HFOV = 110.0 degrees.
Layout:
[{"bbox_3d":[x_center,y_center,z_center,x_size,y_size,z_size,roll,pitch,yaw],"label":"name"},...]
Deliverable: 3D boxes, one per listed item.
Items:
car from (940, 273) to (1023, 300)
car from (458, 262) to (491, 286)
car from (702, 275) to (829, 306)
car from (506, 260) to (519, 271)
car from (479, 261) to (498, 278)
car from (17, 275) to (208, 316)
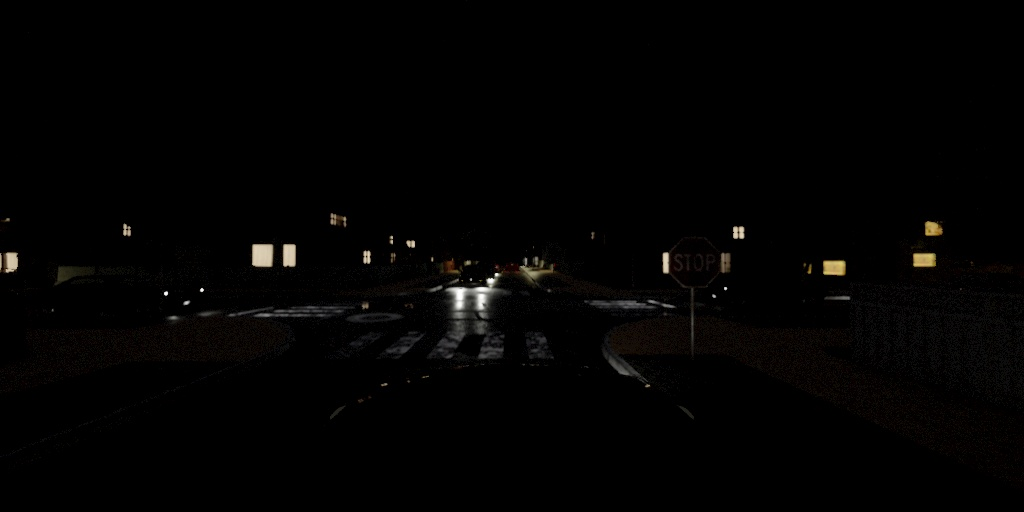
[{"bbox_3d":[21.588,1.483,16.520,4.674,1.442,1.812,0,-1,-2],"label":"car"},{"bbox_3d":[-2.829,1.396,26.768,1.837,1.490,4.892,0,0,-1],"label":"car"},{"bbox_3d":[11.265,1.503,16.184,4.718,1.301,1.895,0,-1,-3],"label":"car"},{"bbox_3d":[0.040,1.505,57.845,2.097,1.767,4.553,0,-1,1],"label":"car"},{"bbox_3d":[-2.854,1.314,36.830,2.097,1.767,4.553,0,0,0],"label":"car"},{"bbox_3d":[-13.632,1.326,12.509,4.718,1.301,1.895,0,-1,-3],"label":"car"}]
